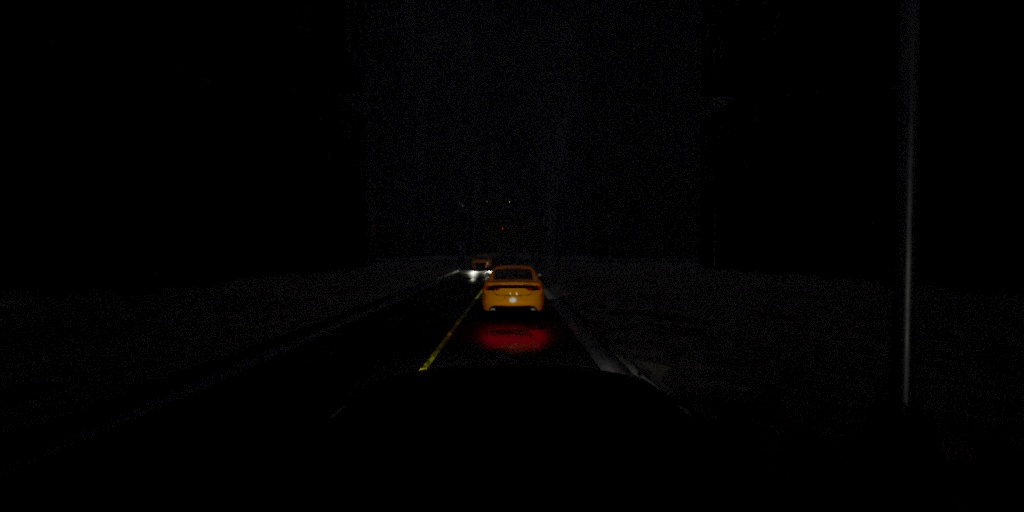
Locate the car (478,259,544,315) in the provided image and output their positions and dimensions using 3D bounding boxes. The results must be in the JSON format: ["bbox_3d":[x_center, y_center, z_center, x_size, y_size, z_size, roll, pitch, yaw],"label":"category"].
[{"bbox_3d":[0.049,1.044,12.661,1.882,1.535,5.008,0,1,0],"label":"car"}]

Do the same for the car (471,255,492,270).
[{"bbox_3d":[-3.081,0.625,37.237,1.882,1.535,5.008,0,1,0],"label":"car"}]
